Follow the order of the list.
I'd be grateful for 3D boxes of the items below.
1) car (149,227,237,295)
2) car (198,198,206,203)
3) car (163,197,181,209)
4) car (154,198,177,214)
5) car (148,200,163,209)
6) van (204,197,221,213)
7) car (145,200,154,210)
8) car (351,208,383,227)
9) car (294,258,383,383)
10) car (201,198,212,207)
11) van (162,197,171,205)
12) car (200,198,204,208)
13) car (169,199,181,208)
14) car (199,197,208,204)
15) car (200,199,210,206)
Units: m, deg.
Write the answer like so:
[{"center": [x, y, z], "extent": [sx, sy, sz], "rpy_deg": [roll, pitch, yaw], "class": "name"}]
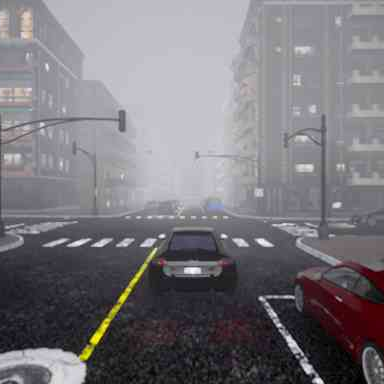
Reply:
[{"center": [0.029, 1.627, 8.953], "extent": [1.994, 1.385, 4.181], "rpy_deg": [0, 0, 0], "class": "car"}, {"center": [2.826, 2.392, 92.373], "extent": [1.947, 1.339, 4.313], "rpy_deg": [-1, -1, 0], "class": "car"}, {"center": [-3.056, 1.861, 48.840], "extent": [1.882, 1.535, 5.008], "rpy_deg": [0, 0, 0], "class": "car"}, {"center": [-3.041, 1.778, 39.238], "extent": [1.882, 1.535, 5.008], "rpy_deg": [0, 0, -1], "class": "car"}, {"center": [-5.799, 1.995, 53.783], "extent": [1.947, 1.339, 4.313], "rpy_deg": [-1, -1, 0], "class": "car"}, {"center": [2.844, 1.670, 42.709], "extent": [1.690, 1.788, 3.998], "rpy_deg": [-1, -1, 0], "class": "van"}, {"center": [-5.803, 1.960, 48.261], "extent": [1.802, 1.307, 4.206], "rpy_deg": [-1, -1, 0], "class": "car"}, {"center": [14.627, 1.902, 25.719], "extent": [4.181, 1.385, 1.994], "rpy_deg": [1, 0, 0], "class": "car"}, {"center": [2.796, 1.615, 4.807], "extent": [1.802, 1.307, 4.206], "rpy_deg": [0, 0, 0], "class": "car"}, {"center": [2.732, 1.976, 64.767], "extent": [1.967, 1.590, 4.097], "rpy_deg": [-1, -1, 0], "class": "car"}, {"center": [-5.785, 1.990, 75.877], "extent": [1.690, 1.788, 3.998], "rpy_deg": [-1, -1, 0], "class": "van"}, {"center": [2.760, 1.693, 48.207], "extent": [2.192, 1.841, 5.009], "rpy_deg": [-1, -1, 0], "class": "car"}, {"center": [-3.031, 2.007, 59.277], "extent": [1.812, 1.442, 4.674], "rpy_deg": [0, -1, 0], "class": "car"}, {"center": [2.793, 2.146, 81.330], "extent": [1.967, 1.590, 4.097], "rpy_deg": [-1, -1, 0], "class": "car"}, {"center": [2.738, 2.137, 70.286], "extent": [1.887, 1.381, 4.507], "rpy_deg": [-1, -1, 0], "class": "car"}]
